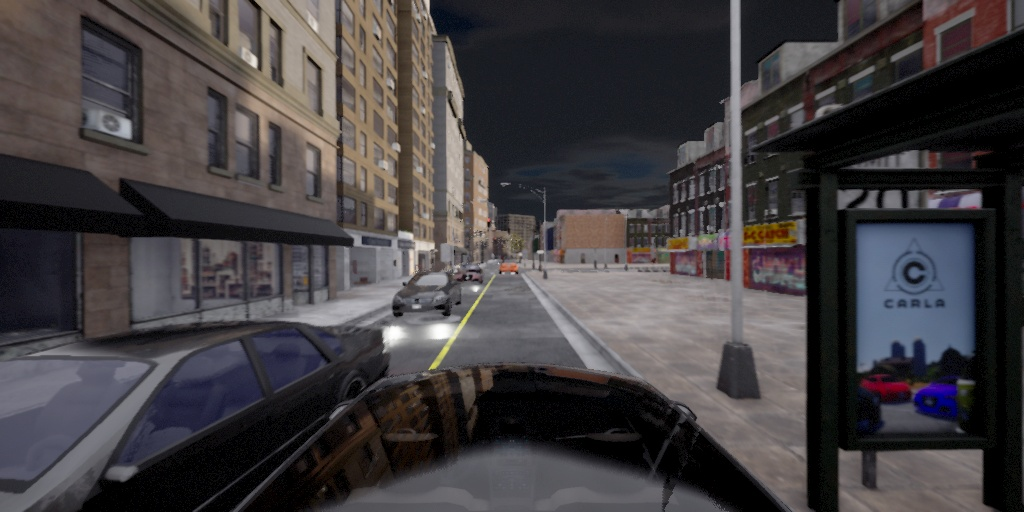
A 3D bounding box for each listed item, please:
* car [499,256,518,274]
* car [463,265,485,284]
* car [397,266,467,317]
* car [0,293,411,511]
[{"bbox_3d":[-0.382,1.106,41.276,2.097,1.767,4.553,0,0,-1],"label":"car"},{"bbox_3d":[-3.121,1.335,26.882,1.994,1.385,4.181,0,0,-1],"label":"car"},{"bbox_3d":[-2.971,1.295,13.407,1.812,1.442,4.674,0,0,-1],"label":"car"},{"bbox_3d":[-2.793,1.316,2.857,2.033,1.411,5.357,0,0,4],"label":"car"}]
